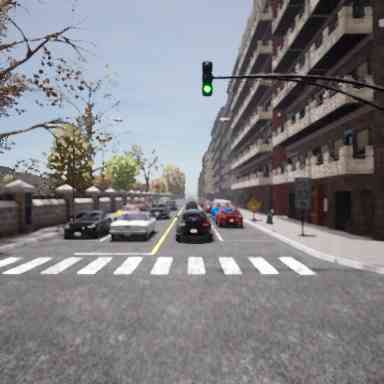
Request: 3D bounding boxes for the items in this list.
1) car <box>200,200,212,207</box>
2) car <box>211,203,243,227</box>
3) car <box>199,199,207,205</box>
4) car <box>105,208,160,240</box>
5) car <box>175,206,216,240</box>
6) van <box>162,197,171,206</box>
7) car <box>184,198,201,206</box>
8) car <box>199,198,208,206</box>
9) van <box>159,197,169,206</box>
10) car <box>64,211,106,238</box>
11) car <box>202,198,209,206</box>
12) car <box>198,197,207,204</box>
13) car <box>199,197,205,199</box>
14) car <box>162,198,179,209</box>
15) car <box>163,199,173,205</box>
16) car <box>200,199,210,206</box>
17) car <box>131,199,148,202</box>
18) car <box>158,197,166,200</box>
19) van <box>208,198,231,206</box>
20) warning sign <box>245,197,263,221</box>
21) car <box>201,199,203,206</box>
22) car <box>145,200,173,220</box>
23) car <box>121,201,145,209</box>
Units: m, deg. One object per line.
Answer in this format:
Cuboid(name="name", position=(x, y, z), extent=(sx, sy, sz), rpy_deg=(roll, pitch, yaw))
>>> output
Cuboid(name="car", position=(2.631, 2.198, 63.841), extent=(2.008, 1.369, 4.403), rpy_deg=(0, -1, 0))
Cuboid(name="car", position=(2.669, 1.780, 24.431), extent=(1.887, 1.381, 4.507), rpy_deg=(0, -1, 0))
Cuboid(name="car", position=(2.615, 2.421, 80.730), extent=(1.802, 1.307, 4.206), rpy_deg=(0, -1, 0))
Cuboid(name="car", position=(-3.117, 1.777, 18.284), extent=(1.895, 1.301, 4.718), rpy_deg=(0, -1, 0))
Cuboid(name="car", position=(0.094, 1.698, 17.980), extent=(1.812, 1.442, 4.674), rpy_deg=(0, -1, 0))
Cuboid(name="van", position=(-5.759, 2.115, 75.094), extent=(1.690, 1.788, 3.998), rpy_deg=(0, -1, 0))
Cuboid(name="car", position=(-0.046, 1.982, 47.914), extent=(1.837, 1.490, 4.892), rpy_deg=(0, -1, 0))
Cuboid(name="car", position=(2.621, 2.214, 75.101), extent=(1.967, 1.590, 4.097), rpy_deg=(0, -1, 0))
Cuboid(name="van", position=(-5.754, 2.052, 69.465), extent=(1.690, 1.788, 3.998), rpy_deg=(0, -1, 0))
Cuboid(name="car", position=(-5.706, 1.747, 18.794), extent=(1.947, 1.339, 4.313), rpy_deg=(0, -1, 0))
Cuboid(name="car", position=(2.653, 1.847, 41.323), extent=(1.967, 1.590, 4.097), rpy_deg=(0, -1, 0))
Cuboid(name="car", position=(2.610, 2.220, 86.362), extent=(2.192, 1.841, 5.009), rpy_deg=(0, -1, 0))
Cuboid(name="car", position=(2.638, 1.902, 58.213), extent=(2.192, 1.841, 5.009), rpy_deg=(0, -1, 0))
Cuboid(name="car", position=(-3.080, 2.005, 49.958), extent=(1.837, 1.490, 4.892), rpy_deg=(0, -1, 0))
Cuboid(name="car", position=(-5.765, 2.390, 80.722), extent=(2.008, 1.369, 4.403), rpy_deg=(0, -1, 0))
Cuboid(name="car", position=(2.625, 2.255, 69.471), extent=(1.887, 1.381, 4.507), rpy_deg=(0, -1, 0))
Cuboid(name="car", position=(-5.722, 1.665, 35.686), extent=(2.192, 1.841, 5.009), rpy_deg=(0, -1, 0))
Cuboid(name="car", position=(-5.738, 1.967, 52.575), extent=(1.967, 1.590, 4.097), rpy_deg=(0, -1, 0))
Cuboid(name="van", position=(2.665, 1.633, 30.064), extent=(1.690, 1.788, 3.998), rpy_deg=(0, -1, 0))
Cuboid(name="warning sign", position=(5.039, 1.377, 27.082), extent=(1.300, 1.860, 1.060), rpy_deg=(0, -1, 0))
Cuboid(name="car", position=(2.647, 2.017, 46.952), extent=(2.008, 1.369, 4.403), rpy_deg=(0, -1, 0))
Cuboid(name="car", position=(-3.124, 1.818, 32.102), extent=(1.837, 1.490, 4.892), rpy_deg=(0, -1, 0))
Cuboid(name="car", position=(-5.716, 1.816, 29.885), extent=(1.752, 1.417, 4.829), rpy_deg=(0, -1, 0))
